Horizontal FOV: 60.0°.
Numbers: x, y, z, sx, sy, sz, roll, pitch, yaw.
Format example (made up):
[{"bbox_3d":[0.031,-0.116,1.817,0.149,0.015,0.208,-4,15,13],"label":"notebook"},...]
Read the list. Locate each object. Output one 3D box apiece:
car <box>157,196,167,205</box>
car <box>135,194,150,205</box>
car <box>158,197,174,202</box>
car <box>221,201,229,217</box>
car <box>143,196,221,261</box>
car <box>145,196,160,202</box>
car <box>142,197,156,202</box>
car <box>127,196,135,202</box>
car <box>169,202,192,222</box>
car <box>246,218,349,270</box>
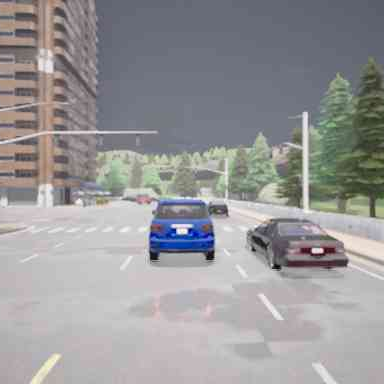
[{"bbox_3d":[-6.131,1.728,68.767,1.882,1.535,5.008,0,0,-2],"label":"car"},{"bbox_3d":[-9.535,1.476,66.701,2.150,2.045,5.566,0,0,-2],"label":"car"},{"bbox_3d":[-7.244,1.923,91.004,1.895,1.301,4.718,0,0,-41],"label":"car"},{"bbox_3d":[2.378,1.582,32.595,1.882,1.535,5.008,0,0,-2],"label":"car"},{"bbox_3d":[-0.373,1.266,12.601,2.150,2.045,5.566,0,0,-2],"label":"car"},{"bbox_3d":[-10.666,1.887,89.611,4.181,1.385,1.994,0,0,44],"label":"car"},{"bbox_3d":[-10.979,1.871,84.338,1.994,1.385,4.181,0,0,-31],"label":"car"},{"bbox_3d":[-13.628,1.845,82.013,2.128,1.511,4.902,0,0,-31],"label":"car"},{"bbox_3d":[-0.977,1.635,28.464,1.812,1.442,4.674,0,0,-2],"label":"car"},{"bbox_3d":[3.179,1.574,11.139,2.033,1.411,5.357,0,0,-2],"label":"car"}]
